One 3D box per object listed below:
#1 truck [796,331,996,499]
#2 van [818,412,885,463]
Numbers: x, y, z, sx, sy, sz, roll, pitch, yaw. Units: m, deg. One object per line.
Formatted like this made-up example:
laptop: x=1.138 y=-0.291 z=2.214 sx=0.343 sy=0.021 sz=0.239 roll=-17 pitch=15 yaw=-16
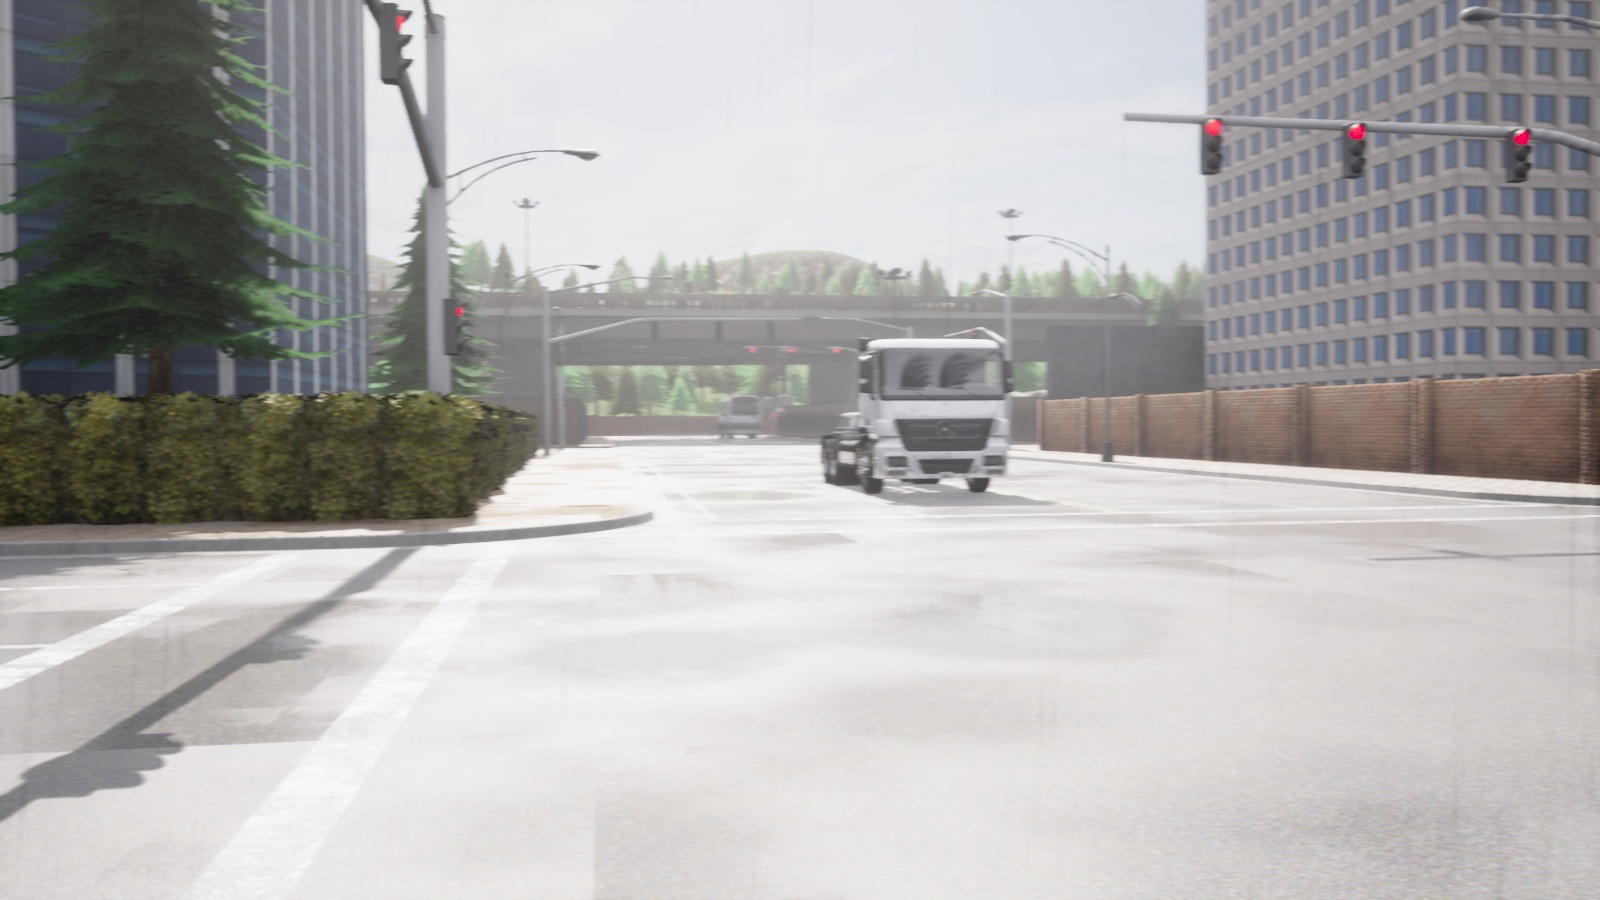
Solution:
truck: x=2.000 y=-0.811 z=30.003 sx=2.891 sy=3.462 sz=7.936 roll=0 pitch=1 yaw=-10
van: x=2.019 y=-0.527 z=50.593 sx=1.775 sy=1.987 sz=4.442 roll=0 pitch=1 yaw=-10
